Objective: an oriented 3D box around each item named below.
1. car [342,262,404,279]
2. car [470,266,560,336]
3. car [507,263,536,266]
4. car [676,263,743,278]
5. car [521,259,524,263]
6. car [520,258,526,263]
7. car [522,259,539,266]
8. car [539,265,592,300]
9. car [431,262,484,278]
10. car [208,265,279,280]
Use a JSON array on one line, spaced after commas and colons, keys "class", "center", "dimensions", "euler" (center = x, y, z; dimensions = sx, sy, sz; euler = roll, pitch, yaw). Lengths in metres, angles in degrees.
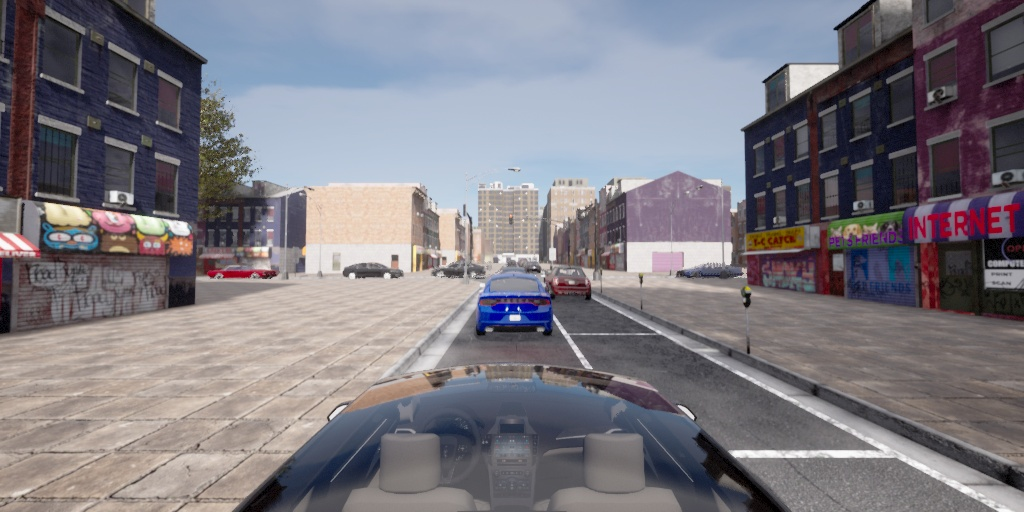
[{"class": "car", "center": [-11.518, 1.262, 29.904], "dimensions": [4.892, 1.490, 1.837], "euler": [0, -2, 2]}, {"class": "car", "center": [0.036, 1.231, 10.484], "dimensions": [1.882, 1.535, 5.008], "euler": [0, 0, -1]}, {"class": "car", "center": [0.092, 1.287, 18.049], "dimensions": [1.812, 1.442, 4.674], "euler": [0, 0, 0]}, {"class": "car", "center": [17.917, 1.351, 32.666], "dimensions": [5.357, 1.411, 2.033], "euler": [0, -2, 0]}, {"class": "car", "center": [2.616, 1.437, 50.030], "dimensions": [1.948, 1.339, 4.313], "euler": [0, 0, 0]}, {"class": "car", "center": [2.614, 1.431, 55.636], "dimensions": [1.751, 1.417, 4.829], "euler": [0, 0, 0]}, {"class": "car", "center": [2.618, 1.407, 44.594], "dimensions": [1.948, 1.339, 4.313], "euler": [0, 0, 0]}, {"class": "car", "center": [2.629, 1.201, 17.850], "dimensions": [1.967, 1.591, 4.097], "euler": [0, 0, 0]}, {"class": "car", "center": [-4.917, 1.325, 32.799], "dimensions": [4.892, 1.490, 1.837], "euler": [0, -2, 0]}, {"class": "car", "center": [-22.353, 1.436, 29.953], "dimensions": [4.718, 1.301, 1.895], "euler": [-1, -2, 0]}]
